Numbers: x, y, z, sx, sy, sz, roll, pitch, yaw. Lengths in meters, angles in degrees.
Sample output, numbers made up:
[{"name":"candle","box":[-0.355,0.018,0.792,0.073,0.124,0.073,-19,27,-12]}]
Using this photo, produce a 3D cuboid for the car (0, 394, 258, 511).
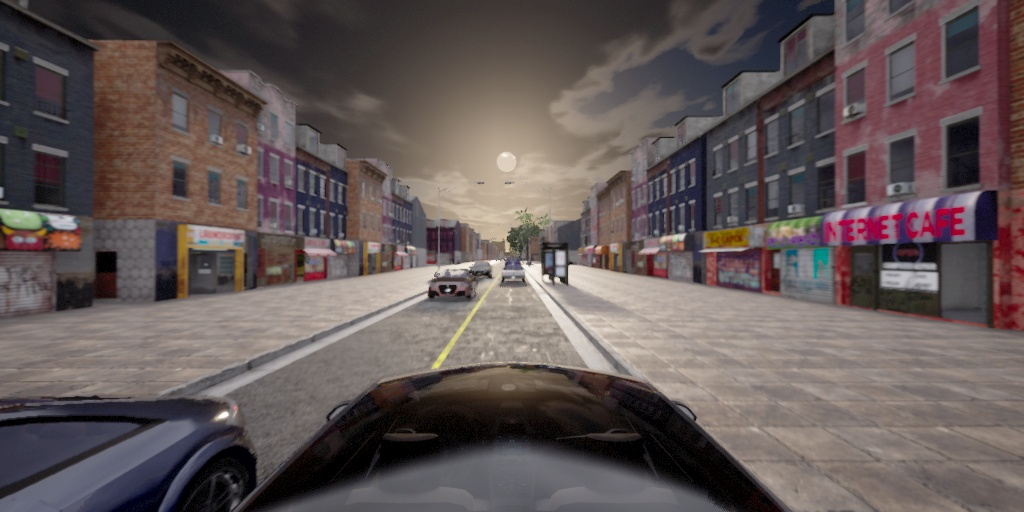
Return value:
[{"name":"car","box":[-2.850,1.313,0.889,1.994,1.385,4.181,0,0,0]}]

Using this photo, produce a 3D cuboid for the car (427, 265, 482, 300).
[{"name":"car","box":[-2.810,1.319,17.737,1.994,1.385,4.181,0,0,0]}]

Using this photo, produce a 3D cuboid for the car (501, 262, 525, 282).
[{"name":"car","box":[0.097,1.367,29.406,1.895,1.301,4.718,0,0,0]}]

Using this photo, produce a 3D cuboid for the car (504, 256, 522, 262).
[{"name":"car","box":[0.114,1.015,47.685,2.150,2.045,5.566,0,0,0]}]

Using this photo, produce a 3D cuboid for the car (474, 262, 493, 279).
[{"name":"car","box":[-2.777,1.276,33.332,1.837,1.490,4.892,0,-1,1]}]
